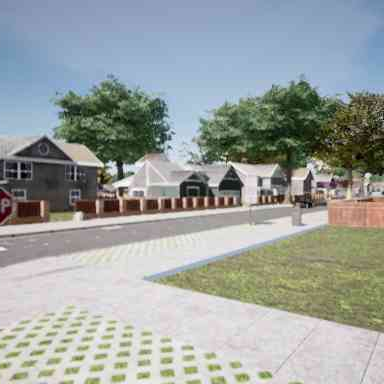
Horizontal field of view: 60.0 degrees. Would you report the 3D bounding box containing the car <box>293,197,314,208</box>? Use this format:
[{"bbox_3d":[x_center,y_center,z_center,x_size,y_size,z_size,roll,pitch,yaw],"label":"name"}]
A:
[{"bbox_3d":[15.431,1.424,45.915,1.837,1.490,4.892,0,0,36],"label":"car"}]
